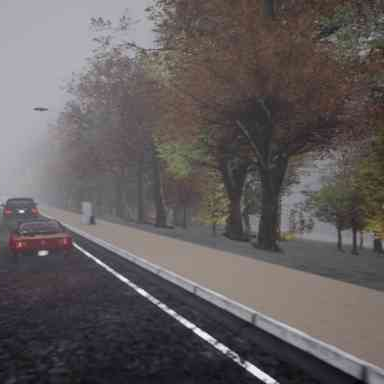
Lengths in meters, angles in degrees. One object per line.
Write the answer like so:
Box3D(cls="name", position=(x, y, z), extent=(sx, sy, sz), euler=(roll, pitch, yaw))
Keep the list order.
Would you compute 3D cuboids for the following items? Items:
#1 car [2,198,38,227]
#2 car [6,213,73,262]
Box3D(cls="car", position=(-12.997, 1.452, 25.194), extent=(2.150, 2.045, 5.566), euler=(0, 0, -29))
Box3D(cls="car", position=(-5.915, 1.710, 12.740), extent=(1.895, 1.301, 4.718), euler=(0, 0, -29))
